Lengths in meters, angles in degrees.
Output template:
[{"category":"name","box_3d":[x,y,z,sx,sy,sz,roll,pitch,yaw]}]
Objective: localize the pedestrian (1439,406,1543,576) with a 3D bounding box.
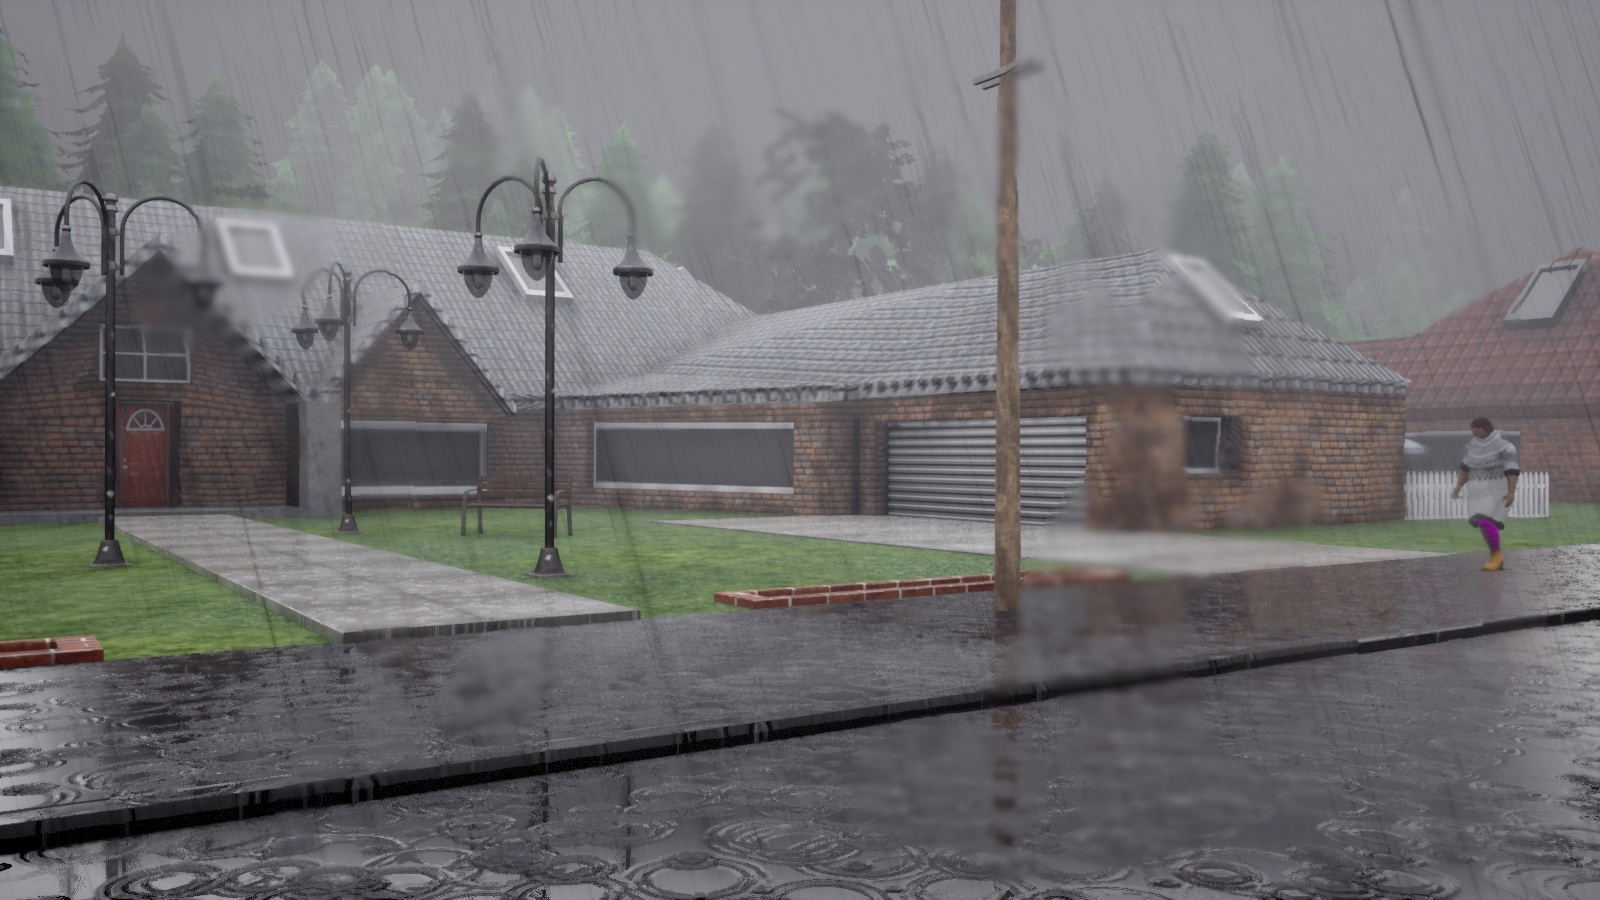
[{"category":"pedestrian","box_3d":[8.182,0.473,14.886,0.873,1.952,0.659,0,0,-20]}]
